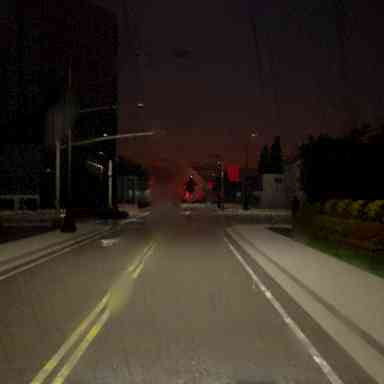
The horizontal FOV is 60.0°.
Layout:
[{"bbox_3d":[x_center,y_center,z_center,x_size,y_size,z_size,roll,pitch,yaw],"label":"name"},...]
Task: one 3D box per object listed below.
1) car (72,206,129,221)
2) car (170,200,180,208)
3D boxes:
[{"bbox_3d":[-8.824,2.028,31.955,5.357,1.411,2.033,0,-1,0],"label":"car"},{"bbox_3d":[-3.510,2.437,68.944,1.882,1.535,5.008,0,-1,0],"label":"car"}]
